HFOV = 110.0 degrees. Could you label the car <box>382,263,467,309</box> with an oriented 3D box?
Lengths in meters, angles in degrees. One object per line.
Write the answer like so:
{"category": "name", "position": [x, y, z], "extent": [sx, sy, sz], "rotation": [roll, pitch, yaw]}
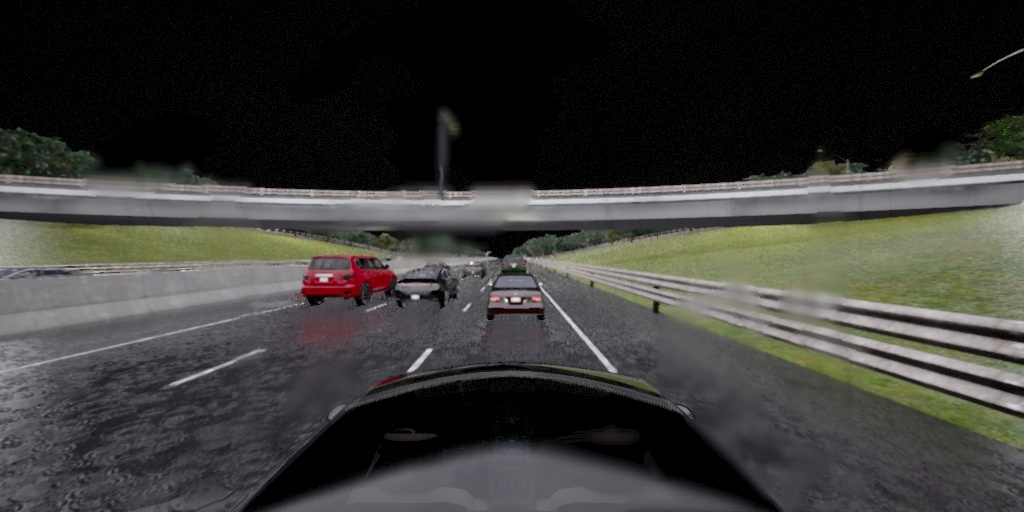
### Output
{"category": "car", "position": [-3.378, 1.223, 14.977], "extent": [2.128, 1.511, 4.902], "rotation": [0, 0, 0]}

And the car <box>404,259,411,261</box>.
{"category": "car", "position": [-17.422, 1.247, 59.497], "extent": [2.033, 1.411, 5.357], "rotation": [0, 0, 1]}

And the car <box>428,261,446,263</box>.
{"category": "car", "position": [-6.845, 1.199, 33.043], "extent": [2.128, 1.511, 4.902], "rotation": [0, 0, 0]}

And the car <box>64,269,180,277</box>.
{"category": "car", "position": [-17.573, 1.325, 17.252], "extent": [1.895, 1.301, 4.718], "rotation": [0, 0, 0]}

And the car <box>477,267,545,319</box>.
{"category": "car", "position": [0.123, 1.284, 12.703], "extent": [2.033, 1.411, 5.357], "rotation": [0, 0, 0]}

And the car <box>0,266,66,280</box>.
{"category": "car", "position": [-21.076, 1.217, 15.261], "extent": [2.128, 1.511, 4.902], "rotation": [0, 0, 0]}

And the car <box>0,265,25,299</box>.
{"category": "car", "position": [-24.577, 1.216, 14.847], "extent": [2.128, 1.511, 4.902], "rotation": [0, 0, 0]}

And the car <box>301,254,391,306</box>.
{"category": "car", "position": [-6.877, 0.951, 15.795], "extent": [2.150, 2.045, 5.566], "rotation": [0, 0, 0]}

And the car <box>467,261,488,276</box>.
{"category": "car", "position": [-3.346, 1.201, 33.027], "extent": [2.128, 1.511, 4.902], "rotation": [0, 0, 0]}

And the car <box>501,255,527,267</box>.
{"category": "car", "position": [0.154, 0.933, 32.324], "extent": [2.150, 2.045, 5.566], "rotation": [0, 0, 0]}
